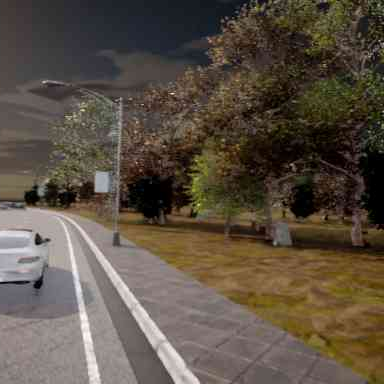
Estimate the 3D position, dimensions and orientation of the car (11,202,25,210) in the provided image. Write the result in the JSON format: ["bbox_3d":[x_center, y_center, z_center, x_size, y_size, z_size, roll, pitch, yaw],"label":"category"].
[{"bbox_3d":[-37.472,3.053,71.863,1.812,1.442,4.674,3,-3,-40],"label":"car"}]

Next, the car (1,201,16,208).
[{"bbox_3d":[-43.866,3.023,79.451,1.812,1.442,4.674,4,-3,-43],"label":"car"}]

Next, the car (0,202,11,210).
[{"bbox_3d":[-39.814,2.958,69.194,1.895,1.301,4.718,3,-3,-40],"label":"car"}]

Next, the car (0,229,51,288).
[{"bbox_3d":[-5.210,1.792,9.660,1.812,1.442,4.674,2,-2,-21],"label":"car"}]
